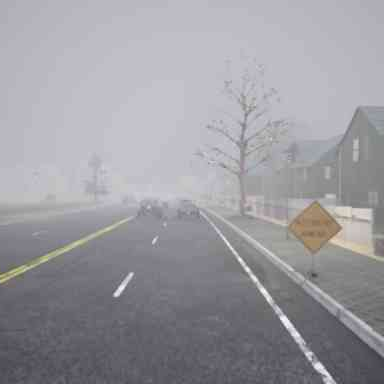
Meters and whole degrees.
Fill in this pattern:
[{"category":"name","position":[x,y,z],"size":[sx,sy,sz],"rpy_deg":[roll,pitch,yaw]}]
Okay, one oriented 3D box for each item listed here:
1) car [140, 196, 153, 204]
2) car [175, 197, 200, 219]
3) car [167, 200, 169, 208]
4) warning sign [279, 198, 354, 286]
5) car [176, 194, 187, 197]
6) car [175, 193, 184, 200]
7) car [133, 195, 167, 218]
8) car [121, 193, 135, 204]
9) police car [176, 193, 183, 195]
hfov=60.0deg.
[{"category":"car","position":[-8.450,1.498,62.086],"size":[2.033,1.411,5.357],"rpy_deg":[0,0,-3]},{"category":"car","position":[-0.319,1.457,28.967],"size":[2.128,1.511,4.902],"rpy_deg":[0,0,-1]},{"category":"car","position":[-4.203,1.478,45.972],"size":[1.812,1.442,4.674],"rpy_deg":[0,0,-2]},{"category":"warning sign","position":[2.859,1.106,7.808],"size":[1.300,1.860,1.060],"rpy_deg":[1,1,0]},{"category":"car","position":[-0.951,1.459,45.912],"size":[1.837,1.490,4.892],"rpy_deg":[0,0,-2]},{"category":"car","position":[-3.588,1.181,94.271],"size":[2.150,2.045,5.566],"rpy_deg":[0,0,-6]},{"category":"car","position":[-3.585,1.314,29.477],"size":[2.097,1.767,4.553],"rpy_deg":[0,0,-1]},{"category":"car","position":[-11.692,1.178,61.794],"size":[2.150,2.045,5.566],"rpy_deg":[0,0,-3]},{"category":"police car","position":[-2.132,1.376,78.313],"size":[1.930,1.638,5.238],"rpy_deg":[0,0,-5]}]
